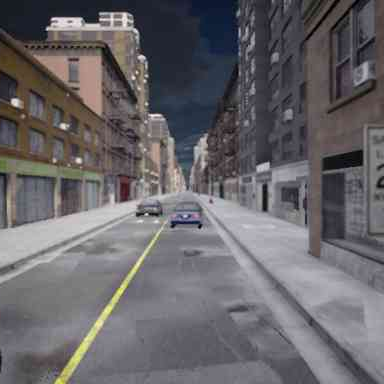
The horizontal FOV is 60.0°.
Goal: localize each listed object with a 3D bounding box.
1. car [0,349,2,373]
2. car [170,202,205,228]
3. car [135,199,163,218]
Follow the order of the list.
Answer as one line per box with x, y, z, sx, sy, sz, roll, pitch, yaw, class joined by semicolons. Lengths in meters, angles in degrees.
-3.105;1.355;1.696;2.097;1.767;4.553;0;1;-1;car
-0.226;1.327;20.382;2.033;1.411;5.357;0;1;3;car
-3.388;1.270;27.324;2.033;1.411;5.357;0;1;0;car
